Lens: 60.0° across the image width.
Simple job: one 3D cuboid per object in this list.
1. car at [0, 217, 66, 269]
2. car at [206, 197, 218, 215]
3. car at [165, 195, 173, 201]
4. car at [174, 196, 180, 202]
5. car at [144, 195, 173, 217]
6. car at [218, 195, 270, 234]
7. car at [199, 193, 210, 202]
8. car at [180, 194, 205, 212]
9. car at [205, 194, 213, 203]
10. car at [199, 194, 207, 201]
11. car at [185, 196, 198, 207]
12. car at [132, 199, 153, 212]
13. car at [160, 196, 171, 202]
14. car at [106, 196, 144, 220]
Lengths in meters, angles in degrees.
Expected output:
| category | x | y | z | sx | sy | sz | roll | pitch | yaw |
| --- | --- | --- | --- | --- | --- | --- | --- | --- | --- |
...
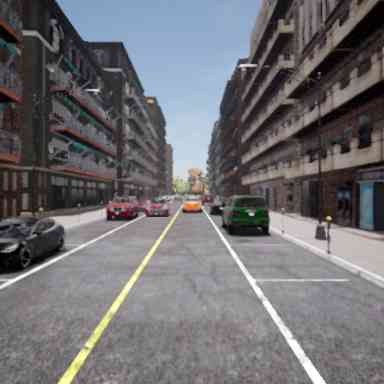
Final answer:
| category | x | y | z | sx | sy | sz | roll | pitch | yaw |
| --- | --- | --- | --- | --- | --- | --- | --- | --- | --- |
| car | -5.683 | 1.555 | 11.131 | 1.947 | 1.339 | 4.313 | 1 | 0 | 0 |
| car | 2.693 | 1.534 | 33.370 | 1.947 | 1.339 | 4.313 | 1 | 0 | 0 |
| car | -5.696 | 1.456 | 83.344 | 1.752 | 1.417 | 4.829 | 1 | 0 | 0 |
| car | -3.014 | 1.453 | 72.548 | 1.895 | 1.301 | 4.718 | 0 | 0 | 0 |
| car | -3.101 | 1.321 | 31.060 | 2.097 | 1.767 | 4.553 | 0 | 0 | 0 |
| car | 2.996 | 1.205 | 19.400 | 2.150 | 2.045 | 5.566 | 0 | 0 | 0 |
| car | 2.689 | 1.252 | 72.346 | 2.192 | 1.841 | 5.009 | 1 | 0 | 0 |
| car | 0.041 | 1.316 | 37.623 | 2.097 | 1.767 | 4.553 | 0 | 0 | 0 |
| car | 2.692 | 1.264 | 55.642 | 2.192 | 1.841 | 5.009 | 1 | 0 | 0 |
| car | 2.685 | 1.371 | 83.482 | 1.967 | 1.590 | 4.097 | 1 | 0 | 0 |
| car | -0.004 | 1.431 | 50.619 | 1.882 | 1.535 | 5.008 | 0 | 0 | 0 |
| car | -5.688 | 1.545 | 38.970 | 1.802 | 1.307 | 4.206 | 1 | 0 | 0 |
| car | -5.694 | 1.488 | 72.378 | 2.008 | 1.369 | 4.403 | 1 | 0 | 0 |
| car | -5.683 | 1.288 | 27.834 | 2.192 | 1.841 | 5.009 | 1 | 0 | 0 |
